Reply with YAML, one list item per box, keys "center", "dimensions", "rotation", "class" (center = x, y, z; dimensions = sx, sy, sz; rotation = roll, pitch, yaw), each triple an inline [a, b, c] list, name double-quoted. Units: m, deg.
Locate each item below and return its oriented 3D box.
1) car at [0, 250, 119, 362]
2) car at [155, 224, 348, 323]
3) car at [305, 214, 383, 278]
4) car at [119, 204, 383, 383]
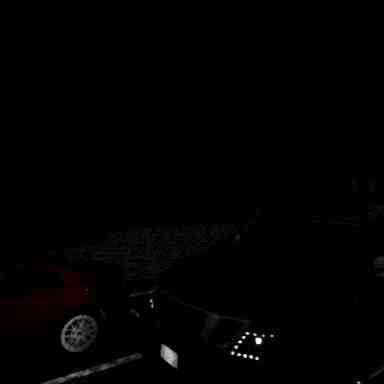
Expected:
- center: [-3.065, 1.545, 4.460]
  dimensions: [4.507, 1.381, 1.887]
  rotation: [0, 0, -36]
  class: "car"
- center: [1.519, 1.590, 7.740]
  dimensions: [4.313, 1.339, 1.947]
  rotation: [0, 0, -36]
  class: "car"
- center: [5.965, 1.574, 10.921]
  dimensions: [4.829, 1.417, 1.752]
  rotation: [0, 0, -36]
  class: "car"
- center: [2.026, 1.240, 4.828]
  dimensions: [5.566, 2.045, 2.150]
  rotation: [0, 0, -36]
  class: "car"
